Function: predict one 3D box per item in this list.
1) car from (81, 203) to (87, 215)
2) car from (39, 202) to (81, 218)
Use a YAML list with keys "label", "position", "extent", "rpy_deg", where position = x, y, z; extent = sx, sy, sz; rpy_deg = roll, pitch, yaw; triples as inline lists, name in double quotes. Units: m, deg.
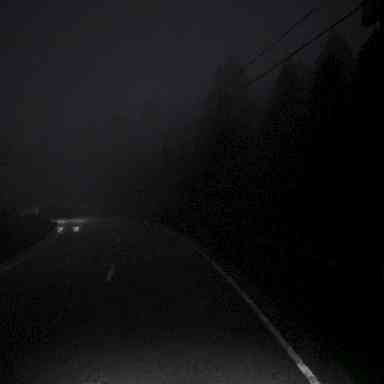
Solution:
- label: "car"
  position: [-13.874, 1.864, 37.792]
  extent: [4.902, 1.511, 2.128]
  rpy_deg: [-1, -1, 39]
- label: "car"
  position: [-13.358, 1.807, 32.976]
  extent: [5.008, 1.535, 1.882]
  rpy_deg: [-1, -1, 43]
